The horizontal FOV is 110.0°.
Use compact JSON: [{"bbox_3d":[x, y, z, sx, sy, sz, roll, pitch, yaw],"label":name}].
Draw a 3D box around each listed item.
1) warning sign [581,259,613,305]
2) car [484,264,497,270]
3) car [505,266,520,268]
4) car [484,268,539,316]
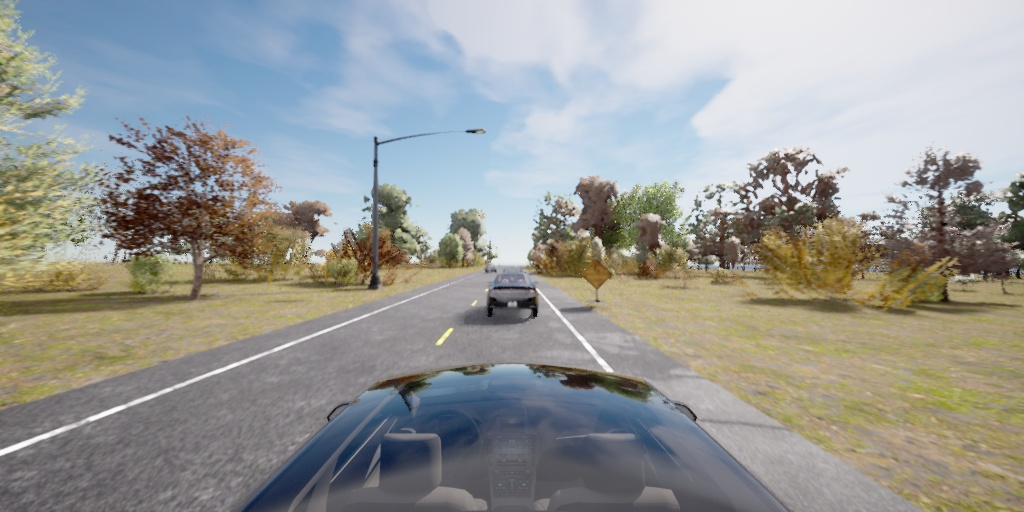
[{"bbox_3d":[3.551,1.045,14.932,1.300,1.860,1.060,0,0,0],"label":"warning sign"},{"bbox_3d":[-3.543,2.069,59.990,2.128,1.511,4.902,0,-1,0],"label":"car"},{"bbox_3d":[0.055,1.620,30.364,1.882,1.535,5.008,0,0,1],"label":"car"},{"bbox_3d":[0.042,1.411,14.179,2.128,1.511,4.902,0,-1,1],"label":"car"}]
